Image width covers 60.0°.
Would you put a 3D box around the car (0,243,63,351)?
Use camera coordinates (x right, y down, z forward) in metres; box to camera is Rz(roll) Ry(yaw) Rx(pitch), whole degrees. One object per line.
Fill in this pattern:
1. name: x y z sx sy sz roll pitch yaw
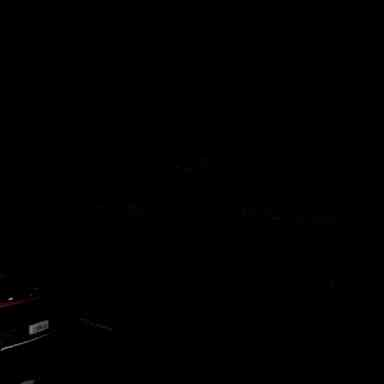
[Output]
1. car: -3.793 1.552 5.668 4.403 1.369 2.008 0 0 35

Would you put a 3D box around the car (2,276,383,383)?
1. car: 0.649 1.566 2.500 4.313 1.339 1.947 0 0 35
